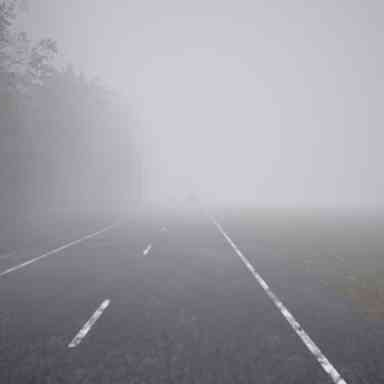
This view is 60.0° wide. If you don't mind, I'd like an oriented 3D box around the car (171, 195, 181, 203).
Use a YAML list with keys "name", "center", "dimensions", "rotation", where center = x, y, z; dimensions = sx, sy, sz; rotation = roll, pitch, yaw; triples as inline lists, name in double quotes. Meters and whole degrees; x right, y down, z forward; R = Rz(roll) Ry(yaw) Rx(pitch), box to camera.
- name: "car"
  center: [-3.486, 1.501, 72.233]
  dimensions: [1.837, 1.490, 4.892]
  rotation: [0, 0, 0]

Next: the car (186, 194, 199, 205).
- name: "car"
  center: [0.012, 1.300, 61.844]
  dimensions: [2.150, 2.045, 5.566]
  rotation: [0, 0, 0]

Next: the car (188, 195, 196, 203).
- name: "car"
  center: [0.014, 1.501, 72.233]
  dimensions: [1.837, 1.490, 4.892]
  rotation: [0, 0, 0]

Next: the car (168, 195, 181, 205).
- name: "car"
  center: [-3.488, 1.643, 62.220]
  dimensions: [1.994, 1.385, 4.181]
  rotation: [0, 0, 0]
